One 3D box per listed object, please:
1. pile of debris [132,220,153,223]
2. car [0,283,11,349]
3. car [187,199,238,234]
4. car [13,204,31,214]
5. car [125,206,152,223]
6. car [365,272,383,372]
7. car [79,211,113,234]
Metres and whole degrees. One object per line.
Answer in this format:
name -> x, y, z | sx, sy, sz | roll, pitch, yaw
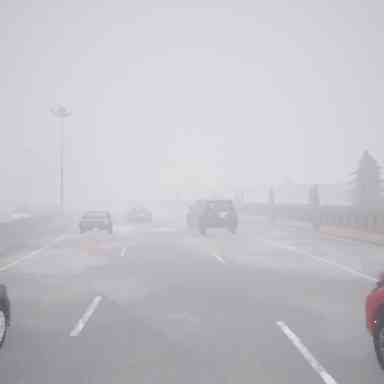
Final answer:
pile of debris -> -4.276, 2.524, 28.395 | 1.500, 0.140, 1.860 | 0, -1, -17
car -> -3.621, 1.530, 3.057 | 1.882, 1.535, 5.008 | 0, -1, -2
car -> 1.161, 1.453, 21.050 | 2.150, 2.045, 5.566 | 0, -1, -12
car -> -22.808, 2.246, 44.551 | 1.994, 1.385, 4.181 | 0, -1, -30
car -> -4.843, 1.928, 29.868 | 1.994, 1.385, 4.181 | 0, -1, -17
car -> 3.438, 1.231, 2.084 | 2.150, 2.045, 5.566 | 0, -1, -1
car -> -6.075, 1.883, 21.445 | 1.895, 1.301, 4.718 | 0, -1, -13
